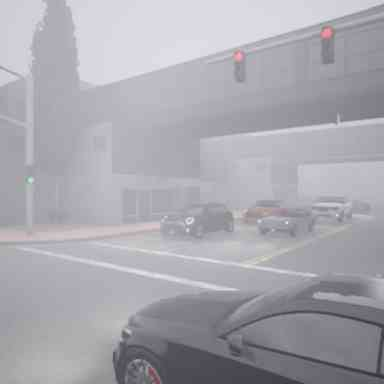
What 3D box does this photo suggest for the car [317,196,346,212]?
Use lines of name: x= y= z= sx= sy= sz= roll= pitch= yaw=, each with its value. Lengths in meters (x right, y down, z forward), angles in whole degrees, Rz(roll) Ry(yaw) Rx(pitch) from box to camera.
car: x=16.816 y=1.339 z=39.944 sx=2.097 sy=1.767 sz=4.553 roll=0 pitch=0 yaw=37

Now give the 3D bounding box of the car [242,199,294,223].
car: x=5.516 y=1.341 z=24.590 sx=2.097 sy=1.767 sz=4.553 roll=0 pitch=0 yaw=36

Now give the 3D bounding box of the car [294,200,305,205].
car: x=10.990 y=1.466 z=32.043 sx=1.882 sy=1.535 sz=5.008 roll=0 pitch=0 yaw=36

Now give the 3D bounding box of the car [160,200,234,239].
car: x=0.364 y=1.341 z=17.570 sx=2.097 sy=1.767 sz=4.553 roll=0 pitch=0 yaw=36

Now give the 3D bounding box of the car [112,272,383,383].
car: x=1.314 y=1.525 z=3.048 sx=4.674 sy=1.442 sz=1.812 roll=0 pitch=0 yaw=36

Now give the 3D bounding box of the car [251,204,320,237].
car: x=5.319 y=1.593 z=18.407 sx=1.895 sy=1.301 sz=4.718 roll=0 pitch=0 yaw=36

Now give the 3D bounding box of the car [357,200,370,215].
car: x=17.093 y=1.555 z=34.427 sx=1.994 sy=1.385 sz=4.181 roll=0 pitch=0 yaw=37

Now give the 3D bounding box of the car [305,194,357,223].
car: x=11.099 y=1.213 z=26.284 sx=2.150 sy=2.045 sz=5.566 roll=0 pitch=0 yaw=36
